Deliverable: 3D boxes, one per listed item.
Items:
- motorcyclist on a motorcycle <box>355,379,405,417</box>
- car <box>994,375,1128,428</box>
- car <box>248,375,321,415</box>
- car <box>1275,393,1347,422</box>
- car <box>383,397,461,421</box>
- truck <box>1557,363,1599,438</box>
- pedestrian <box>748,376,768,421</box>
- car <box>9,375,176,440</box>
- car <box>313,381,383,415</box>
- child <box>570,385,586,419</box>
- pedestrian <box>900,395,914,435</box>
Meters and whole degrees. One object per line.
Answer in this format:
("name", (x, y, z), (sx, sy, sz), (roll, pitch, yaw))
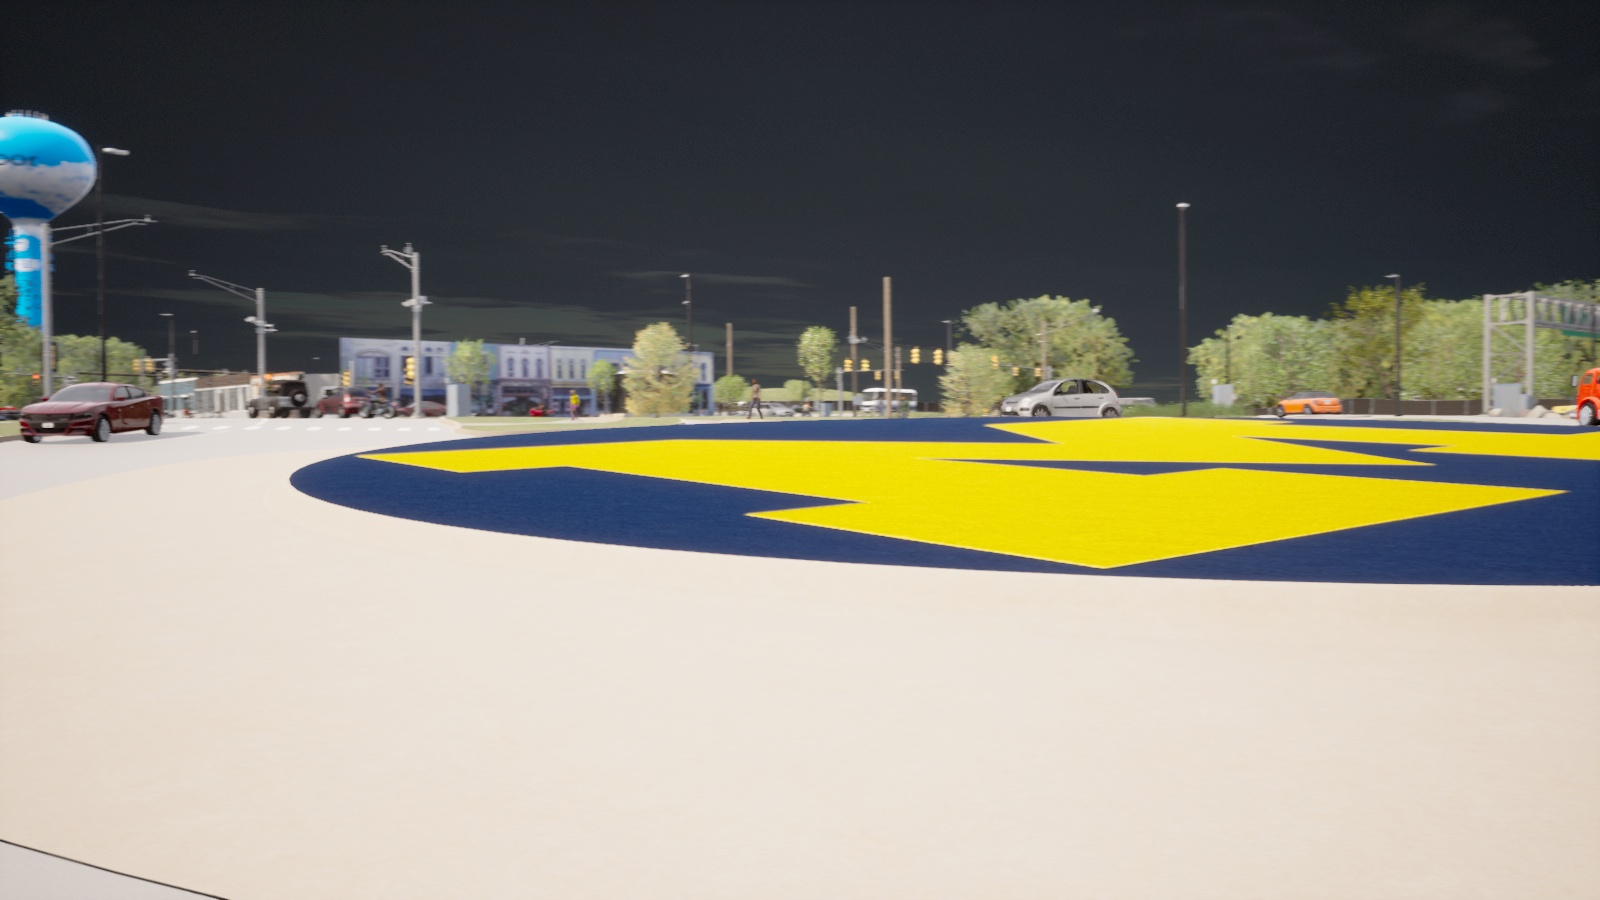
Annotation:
("motorcyclist on a motorcycle", (-18.535, -2.308, 55.448), (2.350, 1.649, 0.766), (2, 2, 32))
("car", (8.689, -1.569, 41.816), (3.988, 1.617, 1.851), (0, 0, -22))
("car", (-25.267, -2.673, 61.477), (3.866, 1.878, 1.905), (1, 2, 44))
("car", (32.311, -2.698, 79.553), (2.097, 1.767, 4.553), (0, 2, -10))
("car", (-25.229, -2.726, 83.948), (4.674, 1.442, 1.812), (0, 0, -40))
("truck", (27.802, -1.528, 41.278), (2.627, 2.467, 5.204), (3, 4, 2))
("pedestrian", (-1.739, -2.120, 51.954), (0.328, 1.805, 0.869), (0, 1, 42))
("car", (-18.662, -1.198, 33.445), (1.882, 1.535, 5.008), (0, 4, -4))
("car", (-22.911, -2.606, 63.607), (1.851, 1.617, 3.988), (-1, 2, -44))
("child", (-7.747, -1.662, 43.834), (0.299, 1.160, 0.473), (0, 1, 29))
("pedestrian", (5.054, -1.655, 59.278), (0.353, 1.847, 0.614), (0, 1, 44))
